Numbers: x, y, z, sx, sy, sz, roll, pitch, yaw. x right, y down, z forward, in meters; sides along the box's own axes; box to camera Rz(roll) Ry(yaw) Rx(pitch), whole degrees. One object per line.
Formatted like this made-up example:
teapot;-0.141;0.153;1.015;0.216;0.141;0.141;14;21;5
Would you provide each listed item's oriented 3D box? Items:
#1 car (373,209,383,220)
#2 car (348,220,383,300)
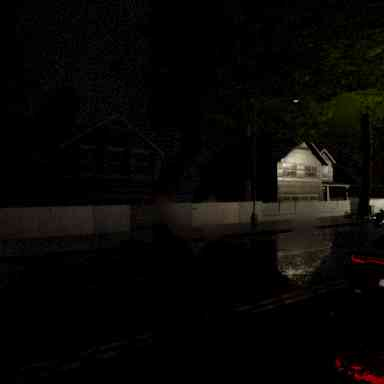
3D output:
car;13.442;1.502;21.269;4.892;1.490;1.837;0;0;-36
car;5.474;1.477;7.348;5.008;1.535;1.882;0;0;-36
